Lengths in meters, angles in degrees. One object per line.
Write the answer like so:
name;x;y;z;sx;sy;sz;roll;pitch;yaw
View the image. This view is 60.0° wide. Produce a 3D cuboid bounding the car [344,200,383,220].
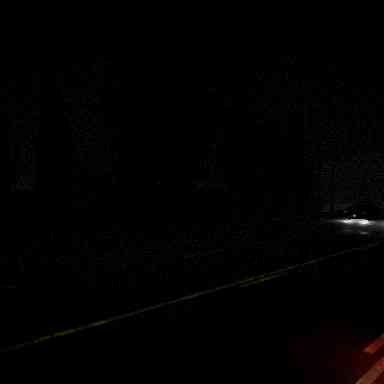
car;14.854;1.557;28.801;2.033;1.411;5.357;0;0;42
